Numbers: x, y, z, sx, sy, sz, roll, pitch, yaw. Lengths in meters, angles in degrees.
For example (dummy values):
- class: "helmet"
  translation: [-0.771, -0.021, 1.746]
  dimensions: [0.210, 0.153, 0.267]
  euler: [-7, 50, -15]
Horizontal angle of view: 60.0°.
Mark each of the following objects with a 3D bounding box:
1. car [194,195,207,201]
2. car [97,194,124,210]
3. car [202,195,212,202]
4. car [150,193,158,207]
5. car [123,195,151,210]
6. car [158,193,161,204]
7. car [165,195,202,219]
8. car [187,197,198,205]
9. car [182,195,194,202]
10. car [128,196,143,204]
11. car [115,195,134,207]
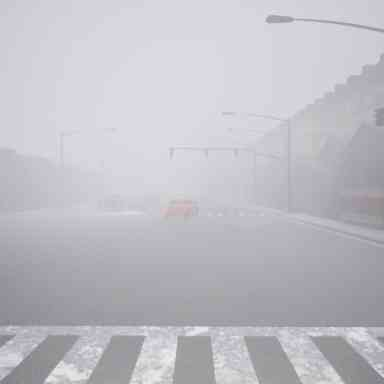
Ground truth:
- class: "car"
  translation: [2.121, 1.417, 83.580]
  dimensions: [1.812, 1.442, 4.674]
  euler: [0, 0, -17]
- class: "car"
  translation: [-10.615, 1.236, 43.301]
  dimensions: [2.150, 2.045, 5.566]
  euler: [0, 0, 2]
- class: "car"
  translation: [3.382, 1.572, 73.964]
  dimensions: [1.994, 1.385, 4.181]
  euler: [0, 0, -3]
- class: "car"
  translation: [-7.136, 1.370, 52.496]
  dimensions: [2.097, 1.767, 4.553]
  euler: [0, 0, 0]
- class: "car"
  translation: [-7.128, 1.506, 43.551]
  dimensions: [2.128, 1.511, 4.902]
  euler: [0, 0, 0]
- class: "car"
  translation: [-7.126, 1.242, 63.074]
  dimensions: [2.150, 2.045, 5.566]
  euler: [0, 0, 0]
- class: "car"
  translation: [-0.827, 1.362, 30.017]
  dimensions: [2.097, 1.767, 4.553]
  euler: [0, 0, 14]
- class: "car"
  translation: [0.033, 1.620, 58.351]
  dimensions: [1.895, 1.301, 4.718]
  euler: [0, 0, 0]
- class: "car"
  translation: [-1.022, 1.527, 81.731]
  dimensions: [1.837, 1.490, 4.892]
  euler: [0, 0, -17]
- class: "car"
  translation: [-10.624, 1.512, 62.831]
  dimensions: [2.128, 1.511, 4.902]
  euler: [0, 0, 0]
- class: "car"
  translation: [-10.630, 1.370, 52.831]
  dimensions: [2.097, 1.767, 4.553]
  euler: [0, 0, 0]
